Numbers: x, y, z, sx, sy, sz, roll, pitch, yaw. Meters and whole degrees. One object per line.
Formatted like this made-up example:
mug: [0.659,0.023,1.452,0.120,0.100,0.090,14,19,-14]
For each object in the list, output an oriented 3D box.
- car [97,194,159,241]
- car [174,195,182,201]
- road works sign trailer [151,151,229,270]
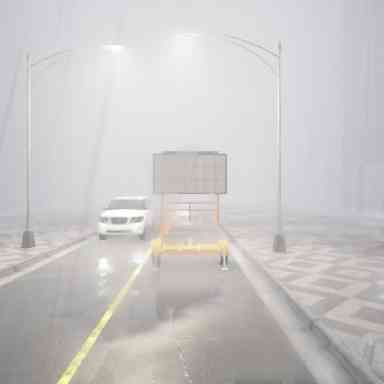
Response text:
car: [-3.200,1.224,17.188,2.150,2.045,5.566,0,0,0]
car: [-3.509,1.564,85.728,2.033,1.411,5.357,0,0,0]
road works sign trailer: [-0.064,0.466,10.991,2.380,3.560,2.880,0,0,0]
